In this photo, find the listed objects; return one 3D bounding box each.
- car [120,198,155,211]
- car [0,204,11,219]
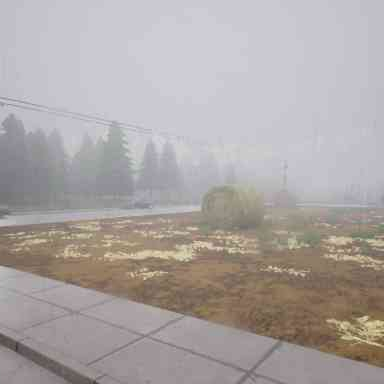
[{"bbox_3d":[-6.703,1.532,41.320,1.837,1.490,4.892,0,0,37],"label":"car"},{"bbox_3d":[-17.314,1.553,27.024,1.812,1.442,4.674,0,0,37],"label":"car"}]
